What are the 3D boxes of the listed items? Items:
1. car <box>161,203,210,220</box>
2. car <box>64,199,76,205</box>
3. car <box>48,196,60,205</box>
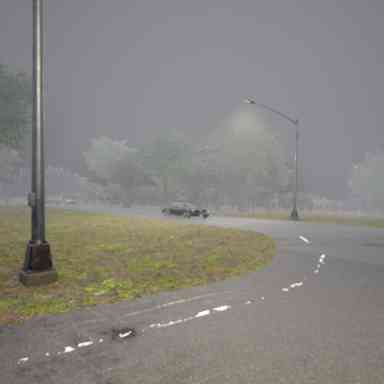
[{"bbox_3d":[-0.575,1.549,27.295,1.895,1.301,4.718,4,-3,-35],"label":"car"},{"bbox_3d":[-29.765,2.529,81.195,1.812,1.442,4.674,4,-3,-35],"label":"car"},{"bbox_3d":[-32.150,1.972,77.274,2.150,2.045,5.566,4,-3,-28],"label":"car"}]
